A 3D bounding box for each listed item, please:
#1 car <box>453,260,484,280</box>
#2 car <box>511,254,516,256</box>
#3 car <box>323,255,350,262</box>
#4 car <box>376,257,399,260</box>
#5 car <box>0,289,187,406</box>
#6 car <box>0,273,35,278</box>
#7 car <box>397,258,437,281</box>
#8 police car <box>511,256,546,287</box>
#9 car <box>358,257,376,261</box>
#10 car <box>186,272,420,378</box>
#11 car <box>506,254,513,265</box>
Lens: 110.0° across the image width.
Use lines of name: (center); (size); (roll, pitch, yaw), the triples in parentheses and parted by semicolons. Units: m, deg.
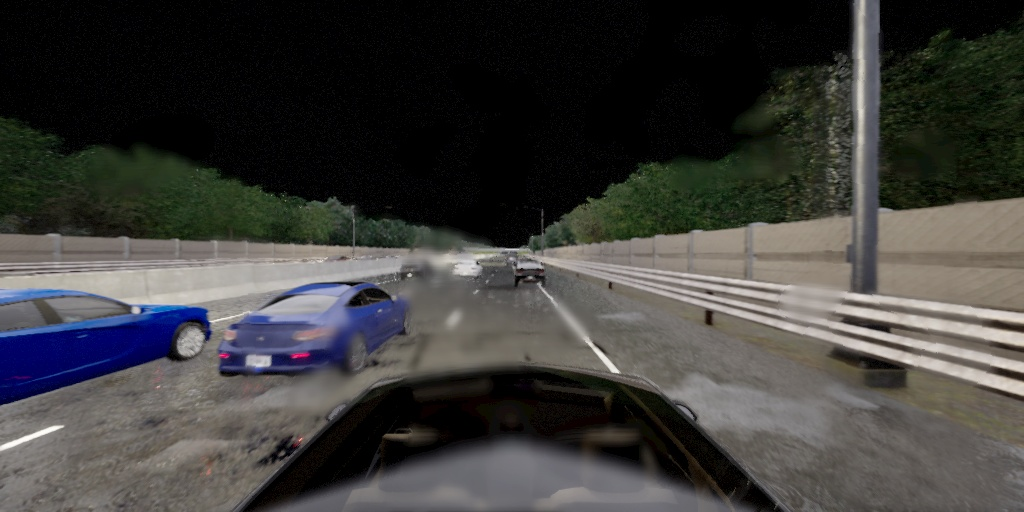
car: (-3.399, 1.054, 28.356); (1.812, 1.442, 4.674); (0, 1, 0)
car: (1.048, 0.903, 38.962); (1.801, 1.575, 5.366); (0, 0, 0)
car: (-24.546, 0.708, 50.294); (2.097, 1.767, 4.553); (0, 0, 1)
car: (-17.548, 0.842, 52.275); (1.837, 1.490, 4.892); (0, 0, 1)
car: (-6.899, 1.195, 5.050); (1.882, 1.535, 5.008); (0, 1, 0)
car: (-17.595, 1.258, 11.730); (1.895, 1.301, 4.718); (0, 0, 0)
car: (-6.901, 1.045, 26.843); (1.837, 1.490, 4.892); (0, 1, 0)
police car: (1.049, 0.996, 22.881); (1.930, 1.638, 5.238); (0, 0, 0)
car: (-21.044, 0.832, 52.259); (2.128, 1.511, 4.902); (0, 0, 1)
car: (-3.395, 1.224, 7.113); (1.812, 1.442, 4.674); (0, 1, 0)
car: (-0.003, 0.828, 60.169); (2.033, 1.411, 5.357); (0, 0, 0)
